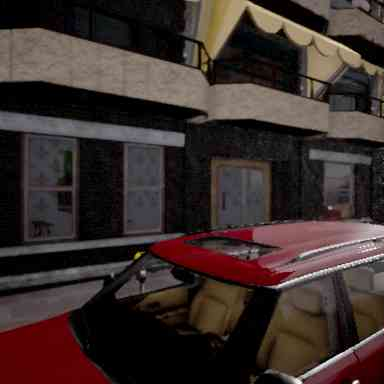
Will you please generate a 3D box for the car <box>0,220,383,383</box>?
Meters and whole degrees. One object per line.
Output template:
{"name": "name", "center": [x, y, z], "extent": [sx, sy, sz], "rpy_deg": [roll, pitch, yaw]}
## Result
{"name": "car", "center": [0.438, 1.279, 2.722], "extent": [5.009, 1.841, 2.192], "rpy_deg": [-1, 2, -35]}
